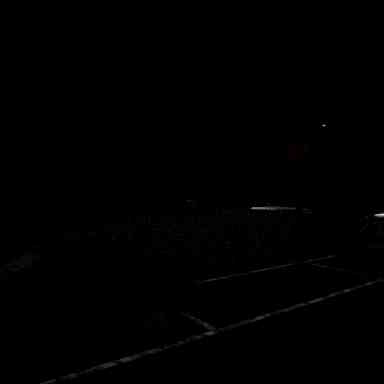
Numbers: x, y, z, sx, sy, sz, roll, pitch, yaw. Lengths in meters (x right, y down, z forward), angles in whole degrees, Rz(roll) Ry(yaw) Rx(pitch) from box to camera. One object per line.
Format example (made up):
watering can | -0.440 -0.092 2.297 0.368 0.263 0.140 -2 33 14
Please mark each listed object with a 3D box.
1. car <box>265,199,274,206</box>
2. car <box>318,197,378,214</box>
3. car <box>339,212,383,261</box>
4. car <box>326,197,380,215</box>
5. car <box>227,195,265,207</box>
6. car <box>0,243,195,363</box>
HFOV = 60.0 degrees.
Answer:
car | 8.057 1.094 42.363 1.895 1.301 4.718 0 1 -35
car | 13.176 1.216 29.380 2.128 1.511 4.902 0 1 -35
car | 6.837 1.552 11.449 4.403 1.369 2.008 0 0 -35
car | 15.388 1.282 31.892 1.994 1.385 4.181 0 1 -35
car | 6.061 1.070 39.545 1.994 1.385 4.181 0 1 -35
car | -2.061 1.545 5.172 4.507 1.381 1.887 0 0 -35
